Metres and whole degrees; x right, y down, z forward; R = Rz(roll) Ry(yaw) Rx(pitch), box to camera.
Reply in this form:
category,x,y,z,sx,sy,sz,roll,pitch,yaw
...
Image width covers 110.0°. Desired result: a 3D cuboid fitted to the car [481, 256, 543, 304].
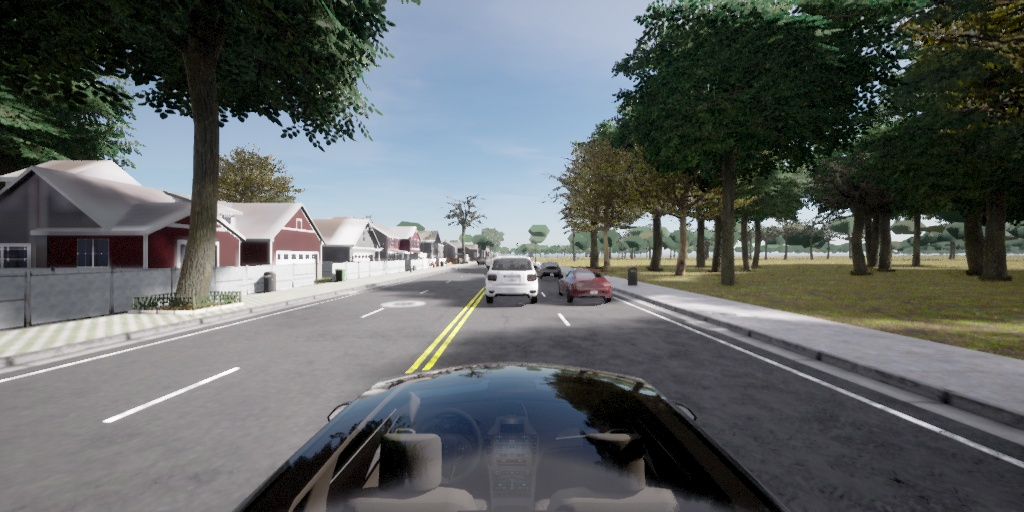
category,x,y,z,sx,sy,sz,roll,pitch,yaw
car,0.000,1.006,16.530,2.150,2.045,5.566,0,0,0

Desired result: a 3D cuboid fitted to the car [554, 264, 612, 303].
category,x,y,z,sx,sy,sz,roll,pitch,yaw
car,3.250,1.281,16.500,1.812,1.442,4.674,0,0,0

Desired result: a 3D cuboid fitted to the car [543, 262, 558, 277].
category,x,y,z,sx,sy,sz,roll,pitch,yaw
car,3.250,1.270,31.500,1.837,1.490,4.892,0,0,0
